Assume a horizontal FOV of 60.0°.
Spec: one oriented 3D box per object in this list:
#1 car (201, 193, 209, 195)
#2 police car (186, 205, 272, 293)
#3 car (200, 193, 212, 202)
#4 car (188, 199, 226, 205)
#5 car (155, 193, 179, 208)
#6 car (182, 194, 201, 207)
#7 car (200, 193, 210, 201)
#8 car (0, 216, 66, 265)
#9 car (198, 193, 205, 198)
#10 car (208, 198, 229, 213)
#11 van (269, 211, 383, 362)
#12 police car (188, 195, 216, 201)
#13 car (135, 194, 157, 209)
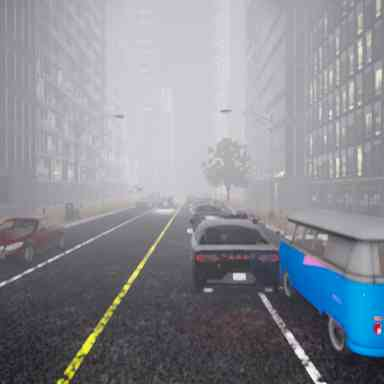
[{"bbox_3d":[2.628,1.268,45.553,2.008,1.369,4.403,0,0,0],"label":"car"},{"bbox_3d":[0.888,1.371,8.832,1.930,1.638,5.238,0,0,0],"label":"police car"},{"bbox_3d":[2.605,1.032,62.629,1.967,1.590,4.097,0,0,0],"label":"car"},{"bbox_3d":[0.874,1.364,18.723,1.882,1.535,5.008,0,0,0],"label":"car"},{"bbox_3d":[-3.156,1.233,42.068,2.128,1.511,4.902,0,0,0],"label":"car"},{"bbox_3d":[-0.052,1.317,45.799,1.895,1.301,4.718,0,0,0],"label":"car"},{"bbox_3d":[2.597,0.988,68.321,1.967,1.590,4.097,0,0,0],"label":"car"},{"bbox_3d":[-5.706,1.512,11.390,1.802,1.307,4.206,0,0,0],"label":"car"},{"bbox_3d":[2.566,0.912,91.091,1.887,1.381,4.507,0,0,0],"label":"car"},{"bbox_3d":[2.643,1.374,34.168,1.802,1.307,4.206,0,0,0],"label":"car"},{"bbox_3d":[2.683,1.306,5.706,1.690,1.788,3.998,0,0,0],"label":"van"},{"bbox_3d":[0.866,1.274,24.832,1.930,1.638,5.238,0,0,0],"label":"police car"},{"bbox_3d":[-5.745,1.306,39.853,2.008,1.369,4.403,0,0,0],"label":"car"}]
